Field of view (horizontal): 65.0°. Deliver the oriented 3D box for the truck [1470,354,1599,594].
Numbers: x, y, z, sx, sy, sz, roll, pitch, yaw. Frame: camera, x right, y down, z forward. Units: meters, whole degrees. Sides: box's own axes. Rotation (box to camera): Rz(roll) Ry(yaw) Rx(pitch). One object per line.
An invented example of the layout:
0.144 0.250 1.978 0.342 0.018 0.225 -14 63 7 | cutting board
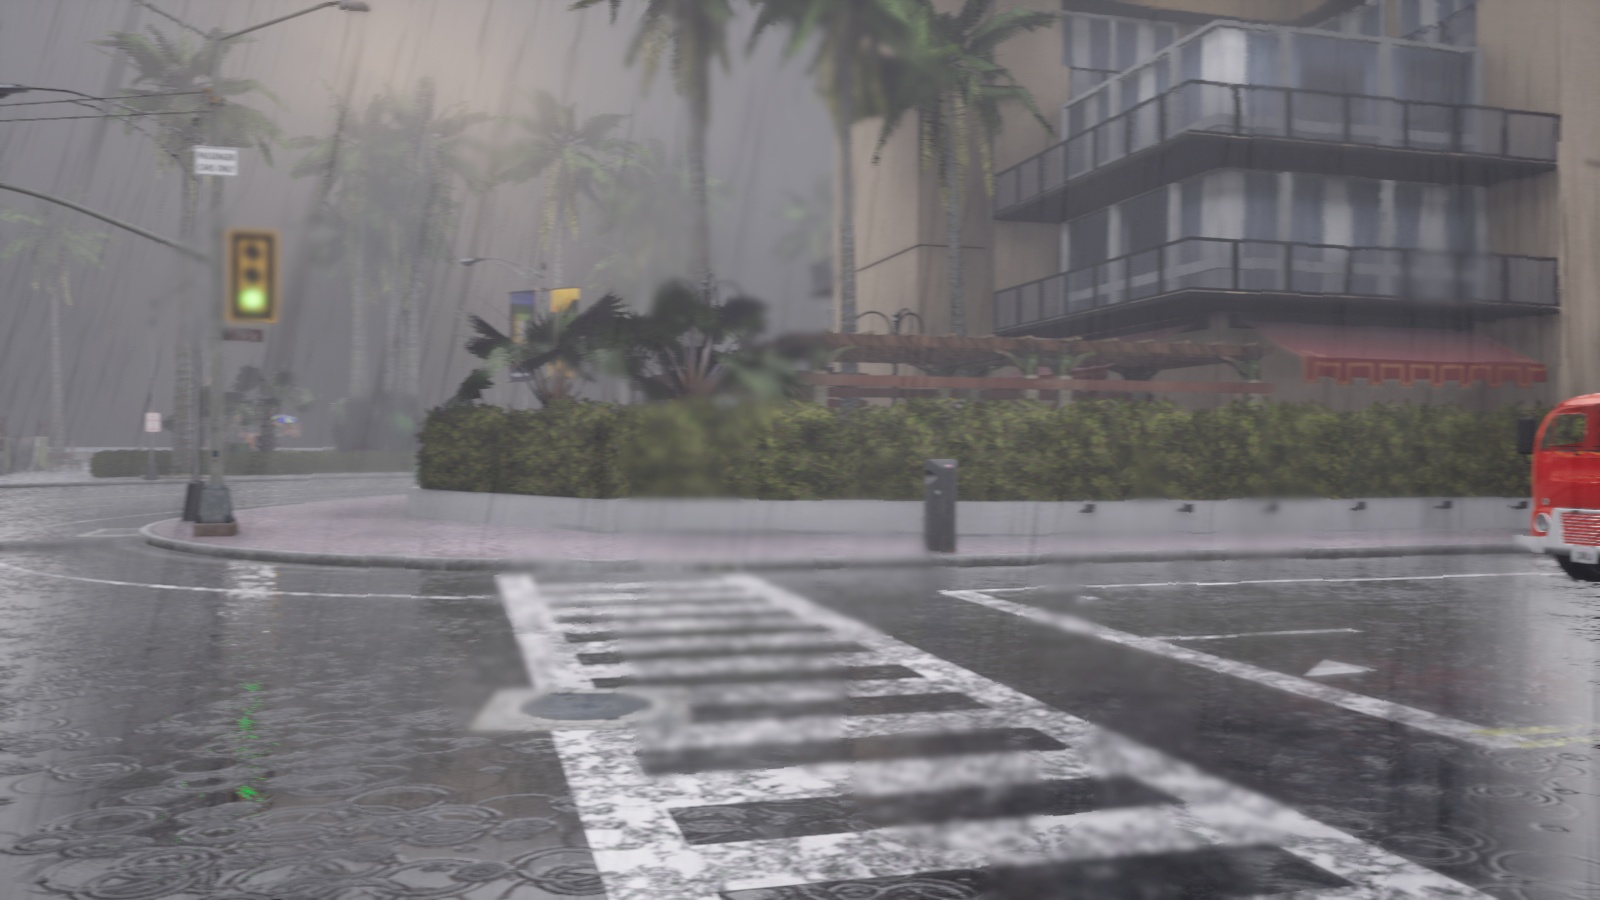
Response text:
10.639 0.245 14.043 5.204 2.467 2.627 0 0 -16 | truck
